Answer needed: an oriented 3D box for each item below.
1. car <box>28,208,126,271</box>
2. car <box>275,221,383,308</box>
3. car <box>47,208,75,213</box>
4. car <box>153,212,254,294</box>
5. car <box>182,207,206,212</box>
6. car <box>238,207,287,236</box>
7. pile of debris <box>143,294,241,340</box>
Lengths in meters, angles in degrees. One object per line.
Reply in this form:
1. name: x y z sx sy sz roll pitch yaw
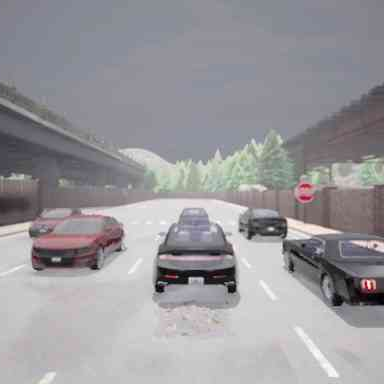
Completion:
1. car: -3.570 1.521 11.280 1.882 1.535 5.008 0 0 0
2. car: 3.608 1.632 7.947 1.895 1.301 4.718 0 0 0
3. car: -7.022 1.595 18.038 1.812 1.442 4.674 0 0 0
4. car: 0.094 1.525 8.879 2.128 1.511 4.902 0 0 0
5. car: 0.112 1.624 19.742 2.033 1.411 5.357 0 0 0
6. car: 3.617 1.546 17.647 1.882 1.535 5.008 0 0 0
7. pile of debris: 0.005 2.199 6.034 1.500 0.140 1.860 0 0 0
